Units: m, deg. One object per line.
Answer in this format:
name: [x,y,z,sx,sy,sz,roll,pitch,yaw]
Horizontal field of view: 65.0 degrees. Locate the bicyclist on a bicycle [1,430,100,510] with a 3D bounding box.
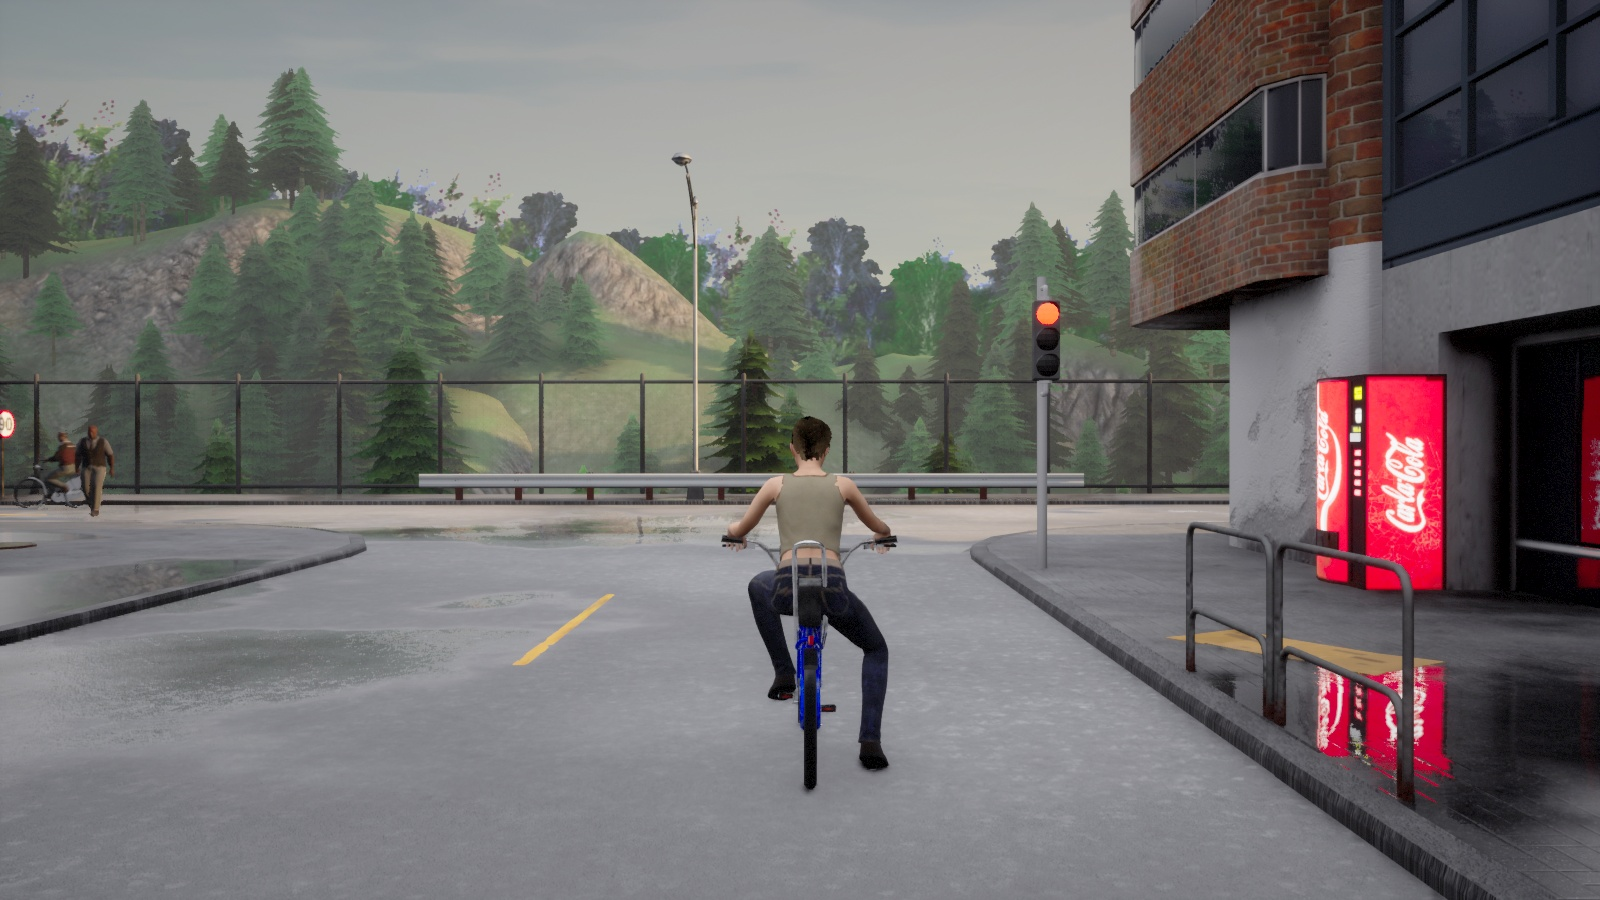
bicyclist on a bicycle: [-16.830,0.444,28.205,1.843,1.776,0.659,0,0,2]

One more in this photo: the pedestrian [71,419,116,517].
pedestrian: [-13.810,0.342,24.565,0.563,1.883,0.849,0,0,-13]

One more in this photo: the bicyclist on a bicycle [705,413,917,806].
bicyclist on a bicycle: [0.045,0.650,5.896,0.866,1.612,1.509,0,0,0]
